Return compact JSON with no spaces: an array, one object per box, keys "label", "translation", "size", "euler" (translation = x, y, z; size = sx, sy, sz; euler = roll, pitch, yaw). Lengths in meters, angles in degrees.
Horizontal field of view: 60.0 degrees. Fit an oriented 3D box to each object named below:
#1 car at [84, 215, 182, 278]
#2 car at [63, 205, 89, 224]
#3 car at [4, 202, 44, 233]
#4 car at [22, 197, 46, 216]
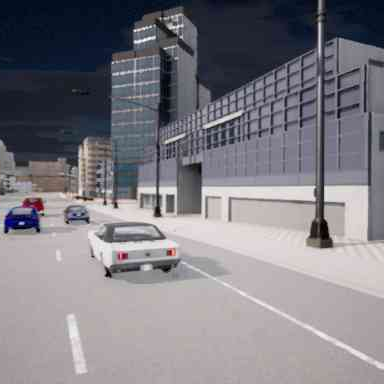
[{"label":"car","translation":[-1.997,1.567,10.172],"size":[1.895,1.301,4.718],"euler":[0,0,-24]},{"label":"car","translation":[-9.590,1.801,27.527],"size":[2.033,1.411,5.357],"euler":[0,-1,-23]},{"label":"car","translation":[-10.465,1.630,20.795],"size":[1.882,1.535,5.008],"euler":[0,-1,-24]},{"label":"car","translation":[-17.389,1.572,36.621],"size":[2.150,2.045,5.566],"euler":[0,0,-24]}]
